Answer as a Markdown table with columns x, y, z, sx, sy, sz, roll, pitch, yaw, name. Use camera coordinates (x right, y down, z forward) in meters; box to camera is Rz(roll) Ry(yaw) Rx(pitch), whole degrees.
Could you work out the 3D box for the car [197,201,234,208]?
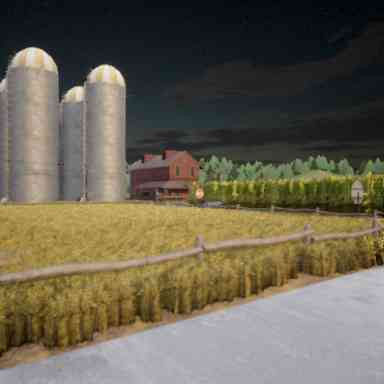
| x | y | z | sx | sy | sz | roll | pitch | yaw | name |
| --- | --- | --- | --- | --- | --- | --- | --- | --- | --- |
| 2.561 | 1.718 | 37.936 | 2.033 | 1.411 | 5.357 | 0 | 0 | -36 | car |
